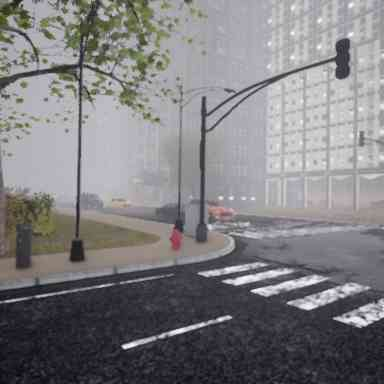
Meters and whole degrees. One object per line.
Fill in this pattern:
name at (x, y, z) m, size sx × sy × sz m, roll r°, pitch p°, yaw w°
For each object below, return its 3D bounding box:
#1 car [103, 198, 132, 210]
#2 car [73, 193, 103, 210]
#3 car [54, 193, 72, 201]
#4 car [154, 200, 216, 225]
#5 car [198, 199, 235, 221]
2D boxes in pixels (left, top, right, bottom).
car at (-9.335, 1.493, 42.909) m, size 1.882 × 1.535 × 5.008 m, roll 1°, pitch -1°, yaw -34°
car at (-13.122, 1.168, 42.746) m, size 2.150 × 2.045 × 5.566 m, roll 1°, pitch -1°, yaw -33°
car at (-32.515, 1.527, 83.760) m, size 2.128 × 1.511 × 4.902 m, roll 1°, pitch -1°, yaw -34°
car at (-0.866, 1.522, 24.301) m, size 2.033 × 1.411 × 5.357 m, roll 1°, pitch -1°, yaw -34°
car at (1.392, 1.391, 26.781) m, size 2.097 × 1.767 × 4.553 m, roll 1°, pitch -1°, yaw -34°
